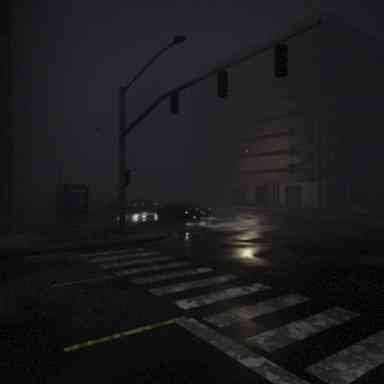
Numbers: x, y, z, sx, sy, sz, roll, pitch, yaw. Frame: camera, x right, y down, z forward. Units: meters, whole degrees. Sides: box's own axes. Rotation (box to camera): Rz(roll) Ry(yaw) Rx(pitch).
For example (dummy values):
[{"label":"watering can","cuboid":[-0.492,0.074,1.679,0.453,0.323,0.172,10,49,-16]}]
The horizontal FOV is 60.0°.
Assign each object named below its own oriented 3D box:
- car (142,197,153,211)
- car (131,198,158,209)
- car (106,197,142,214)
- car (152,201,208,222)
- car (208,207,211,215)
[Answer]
[{"label":"car","cuboid":[-6.011,1.395,40.173,2.097,1.767,4.553,0,0,-36]},{"label":"car","cuboid":[-6.883,1.566,47.574,1.812,1.442,4.674,0,0,-36]},{"label":"car","cuboid":[-7.759,1.397,36.635,2.097,1.767,4.553,0,0,-36]},{"label":"car","cuboid":[-1.105,1.646,27.566,1.895,1.301,4.718,0,0,-36]},{"label":"car","cuboid":[-0.219,1.644,32.270,1.895,1.301,4.718,0,0,-36]}]
